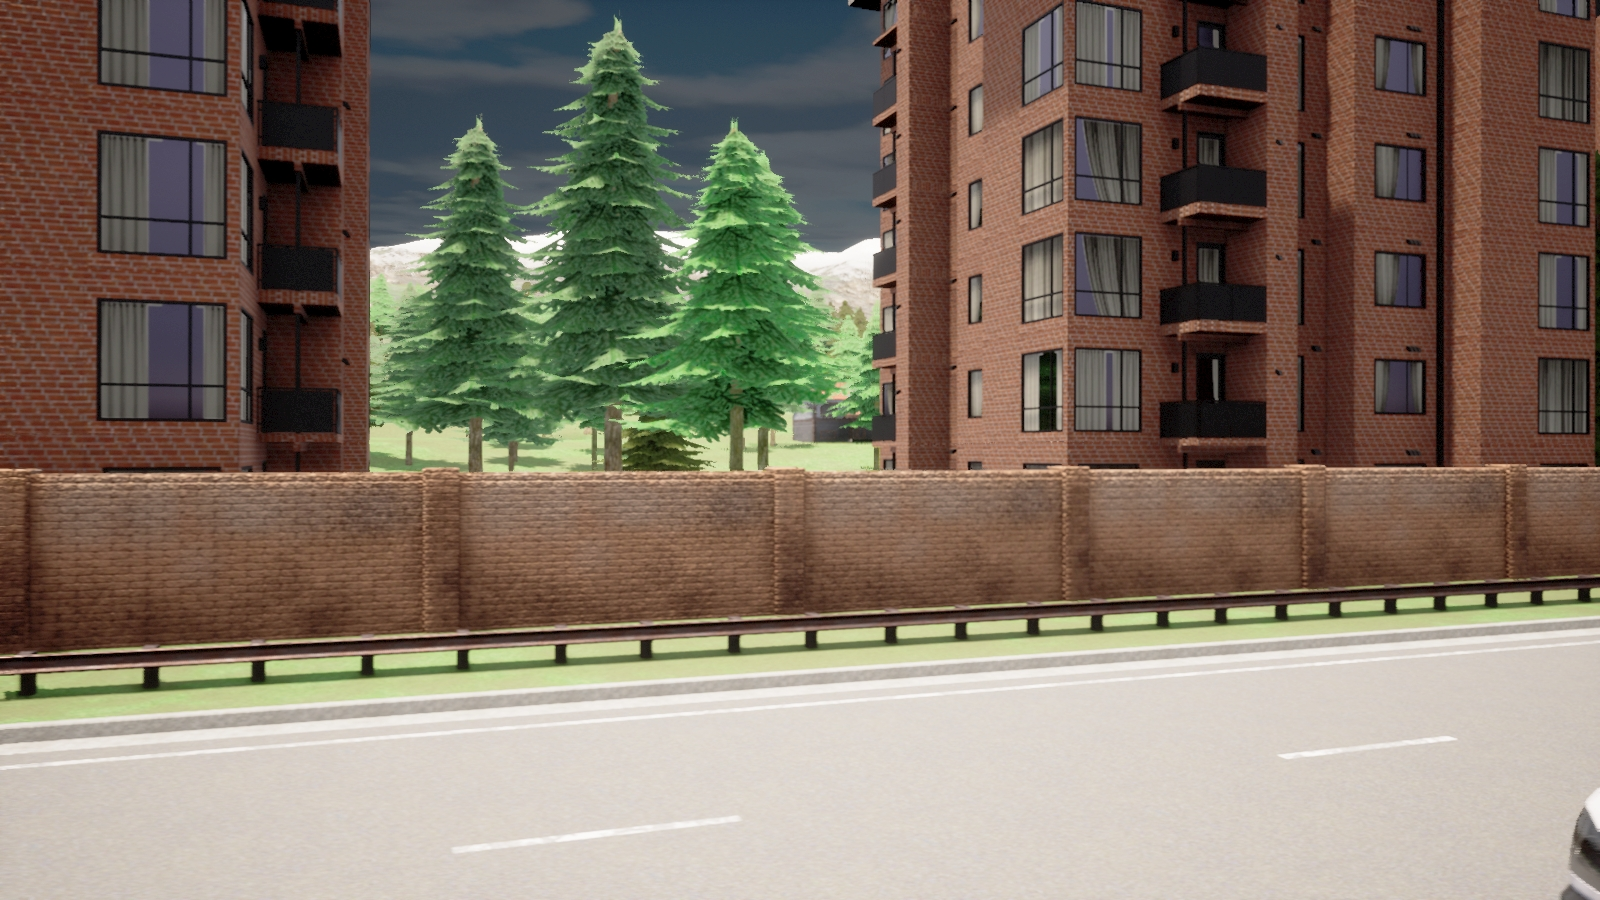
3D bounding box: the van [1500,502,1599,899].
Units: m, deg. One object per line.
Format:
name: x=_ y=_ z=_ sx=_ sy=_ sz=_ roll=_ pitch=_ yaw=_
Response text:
van: x=6.558 y=1.554 z=5.675 sx=5.915 sy=2.561 sz=1.988 roll=0 pitch=0 yaw=-20
